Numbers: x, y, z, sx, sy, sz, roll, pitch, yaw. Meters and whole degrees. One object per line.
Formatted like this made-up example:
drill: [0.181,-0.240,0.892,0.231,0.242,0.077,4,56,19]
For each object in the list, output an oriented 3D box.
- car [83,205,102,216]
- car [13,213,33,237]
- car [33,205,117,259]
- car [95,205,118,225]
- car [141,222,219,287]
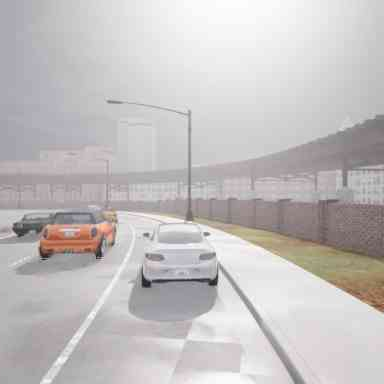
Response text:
car: [-14.009,2.571,46.649,1.812,1.442,4.674,0,-2,-27]
car: [-8.776,1.864,19.622,1.895,1.301,4.718,0,-2,-11]
car: [-4.310,1.467,13.223,2.097,1.767,4.553,0,-1,-6]
car: [-7.824,2.012,30.203,1.801,1.575,5.366,0,-2,-16]
car: [-0.407,1.583,9.382,1.812,1.442,4.674,0,-1,-5]
